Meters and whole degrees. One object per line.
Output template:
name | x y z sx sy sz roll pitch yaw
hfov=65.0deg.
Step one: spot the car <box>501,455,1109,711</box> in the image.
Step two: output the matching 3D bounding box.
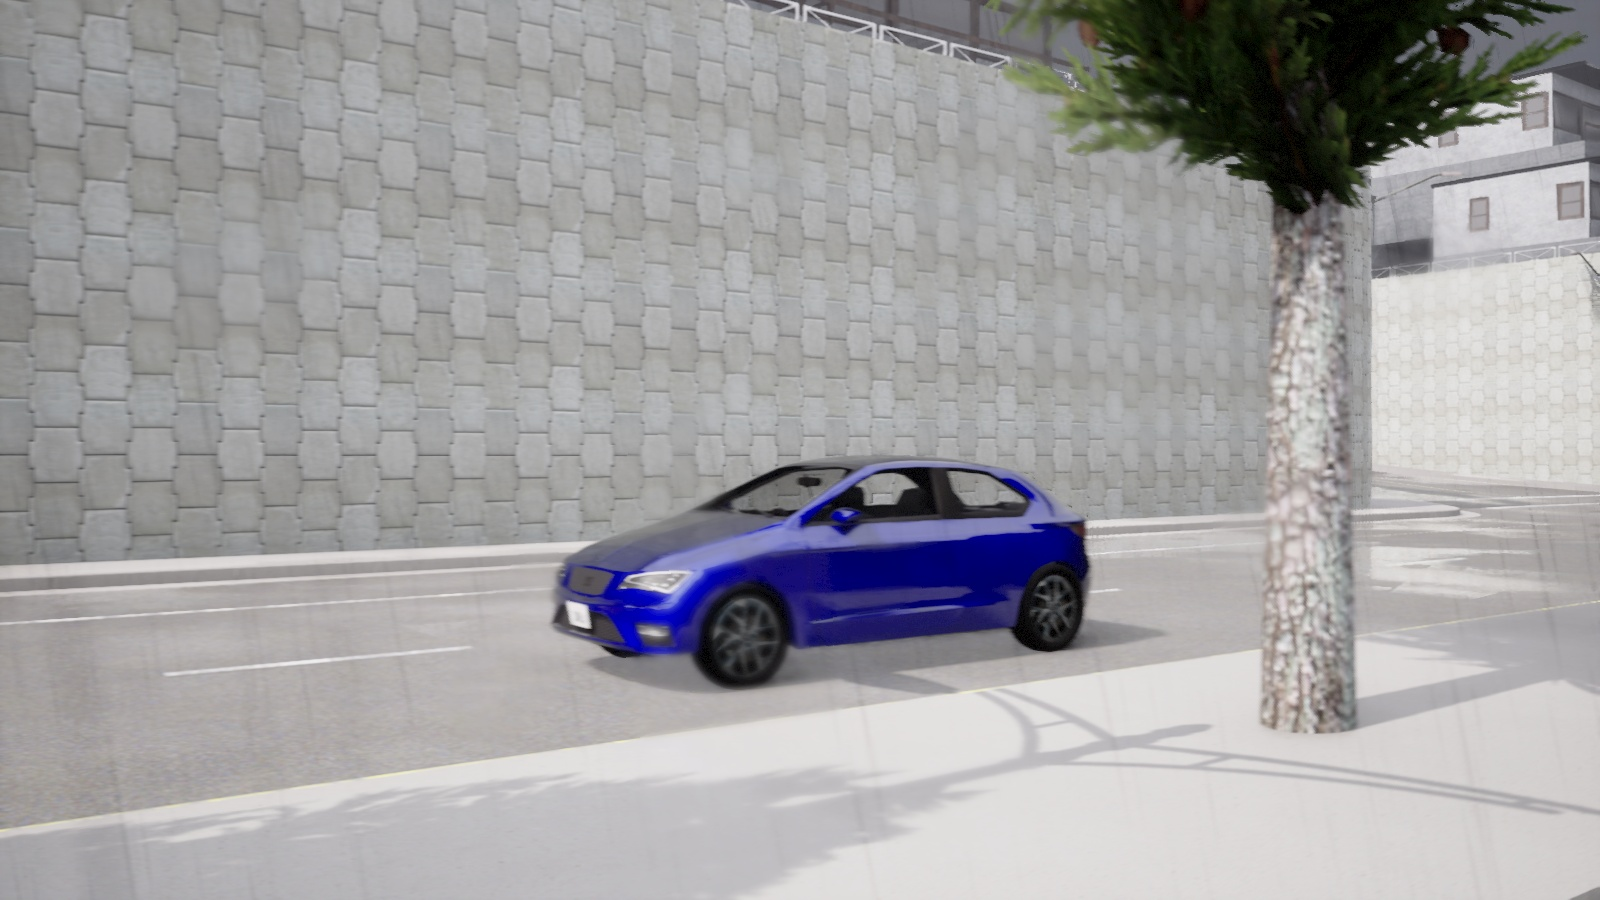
car | 0.147 0.781 9.244 4.193 1.474 1.816 0 0 -35
